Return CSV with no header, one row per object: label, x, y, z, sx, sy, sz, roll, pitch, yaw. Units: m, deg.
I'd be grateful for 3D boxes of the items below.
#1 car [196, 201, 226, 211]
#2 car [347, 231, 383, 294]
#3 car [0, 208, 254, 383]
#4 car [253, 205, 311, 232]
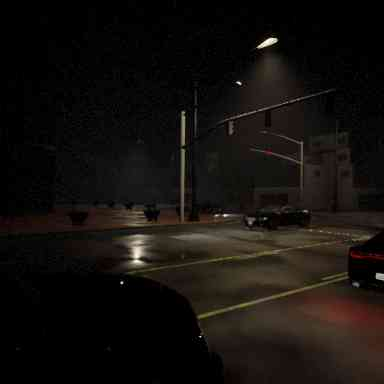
car,1.756,1.656,36.088,1.994,1.385,4.181,1,-1,-35
car,5.700,1.498,7.843,5.008,1.535,1.882,0,0,-35
car,-2.382,1.222,2.045,5.566,2.045,2.150,0,0,-36
car,5.387,1.545,20.721,4.902,1.511,2.128,1,0,-35
